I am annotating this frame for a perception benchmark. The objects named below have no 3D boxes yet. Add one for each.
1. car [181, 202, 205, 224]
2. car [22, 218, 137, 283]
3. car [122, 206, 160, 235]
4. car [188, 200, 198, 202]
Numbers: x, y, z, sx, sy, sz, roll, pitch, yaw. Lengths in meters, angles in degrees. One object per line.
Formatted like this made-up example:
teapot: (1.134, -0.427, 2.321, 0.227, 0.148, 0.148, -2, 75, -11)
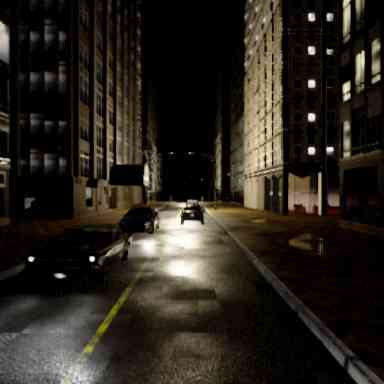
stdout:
car: (0.047, 1.753, 26.639, 2.033, 1.411, 5.357, 0, 0, 1)
car: (-3.092, 1.678, 10.013, 1.895, 1.301, 4.718, 0, 0, 0)
car: (-3.053, 1.632, 20.105, 1.882, 1.535, 5.008, 0, 0, 0)
car: (0.088, 1.852, 45.238, 2.128, 1.511, 4.902, 0, -1, 0)
